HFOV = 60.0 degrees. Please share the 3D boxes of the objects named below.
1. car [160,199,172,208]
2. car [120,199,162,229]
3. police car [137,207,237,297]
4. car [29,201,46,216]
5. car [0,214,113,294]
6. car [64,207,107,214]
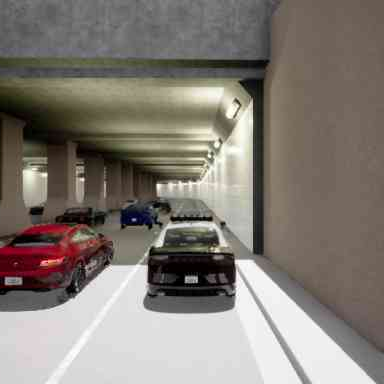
[{"bbox_3d":[-3.325,1.492,37.612,2.128,1.511,4.902,0,0,0],"label":"car"},{"bbox_3d":[-3.330,1.478,21.720,1.882,1.535,5.008,0,0,0],"label":"car"},{"bbox_3d":[-0.012,1.425,8.760,1.930,1.638,5.238,0,0,0],"label":"police car"},{"bbox_3d":[-13.939,1.548,32.689,2.033,1.411,5.357,0,0,1],"label":"car"},{"bbox_3d":[-3.397,1.525,8.633,1.812,1.442,4.674,0,0,0],"label":"car"},{"bbox_3d":[-6.833,1.601,21.156,1.895,1.301,4.718,0,0,0],"label":"car"}]
